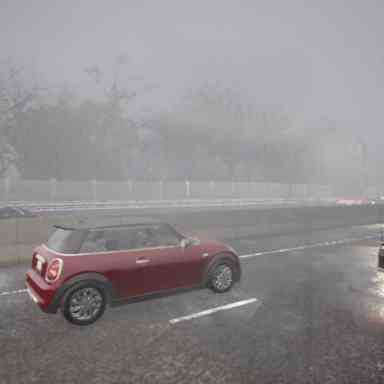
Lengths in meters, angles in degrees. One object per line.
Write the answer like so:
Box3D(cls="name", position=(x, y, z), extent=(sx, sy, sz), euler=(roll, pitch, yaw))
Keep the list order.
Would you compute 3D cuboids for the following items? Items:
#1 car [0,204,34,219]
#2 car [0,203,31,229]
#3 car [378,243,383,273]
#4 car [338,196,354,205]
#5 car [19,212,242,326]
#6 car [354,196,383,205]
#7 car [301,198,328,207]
Box3D(cls="car", position=(-10.765, 1.505, 17.809), extent=(4.892, 1.490, 1.837), euler=(0, 0, -35))
Box3D(cls="car", position=(-12.833, 1.504, 20.634), extent=(4.892, 1.490, 1.837), euler=(0, 0, -35))
Box3D(cls="car", position=(6.646, 1.496, 8.482), extent=(4.902, 1.511, 2.128), euler=(0, 0, -35))
Box3D(cls="car", position=(21.846, 1.382, 45.320), extent=(4.553, 1.767, 2.097), euler=(0, 0, -35))
Box3D(cls="car", position=(-1.050, 1.353, 7.299), extent=(4.553, 1.767, 2.097), euler=(0, 0, -35))
Box3D(cls="car", position=(22.849, 1.381, 41.750), extent=(4.553, 1.767, 2.097), euler=(0, 0, -35))
Box3D(cls="car", position=(17.018, 1.592, 46.186), extent=(4.181, 1.385, 1.994), euler=(0, 0, -35))
